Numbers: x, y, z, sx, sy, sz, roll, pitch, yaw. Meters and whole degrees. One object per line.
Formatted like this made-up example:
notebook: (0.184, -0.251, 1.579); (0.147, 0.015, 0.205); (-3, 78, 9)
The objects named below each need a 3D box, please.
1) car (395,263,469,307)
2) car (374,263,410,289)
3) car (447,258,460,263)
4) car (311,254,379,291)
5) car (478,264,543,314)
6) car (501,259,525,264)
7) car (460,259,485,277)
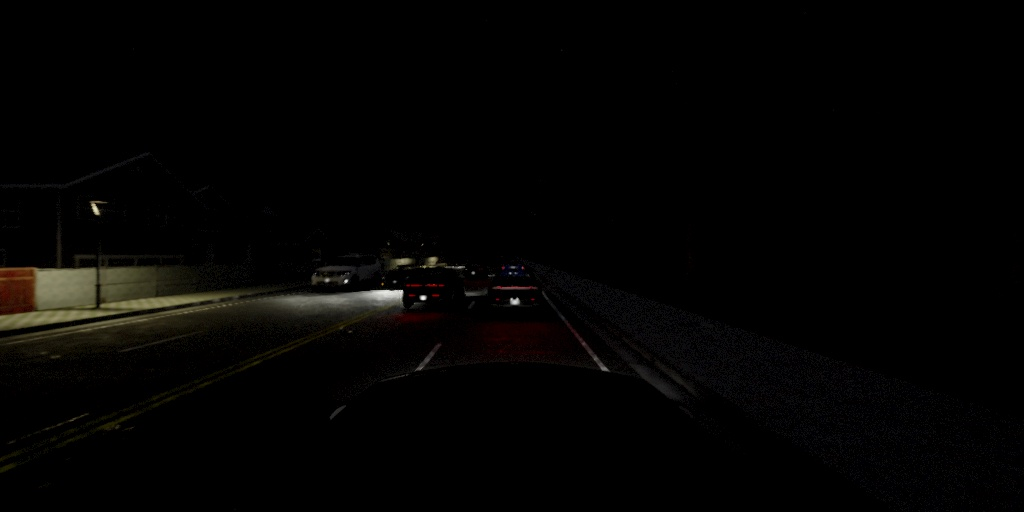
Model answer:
car: (-3.155, 1.222, 15.155); (1.837, 1.490, 4.892); (0, 0, 0)
car: (-6.604, 1.263, 22.207); (1.994, 1.385, 4.181); (0, 0, 0)
car: (-9.810, 1.119, 61.120); (1.837, 1.490, 4.892); (0, 0, 1)
car: (-9.853, 0.921, 21.872); (2.150, 2.045, 5.566); (0, 0, 0)
car: (0.095, 1.212, 13.556); (2.128, 1.511, 4.902); (0, 0, 0)
car: (0.091, 1.032, 30.325); (2.097, 1.767, 4.553); (0, 0, 0)
car: (-3.159, 1.202, 31.580); (1.812, 1.442, 4.674); (0, 0, 0)
